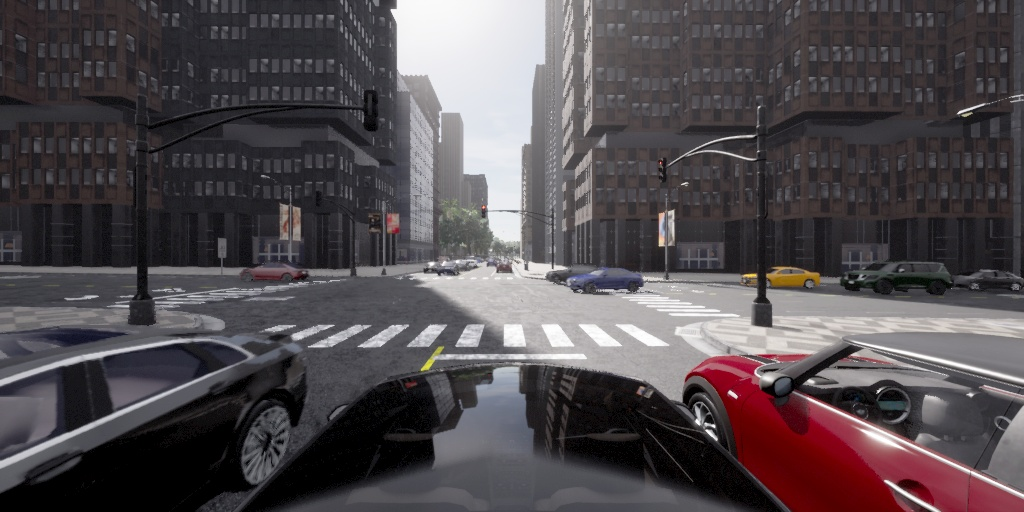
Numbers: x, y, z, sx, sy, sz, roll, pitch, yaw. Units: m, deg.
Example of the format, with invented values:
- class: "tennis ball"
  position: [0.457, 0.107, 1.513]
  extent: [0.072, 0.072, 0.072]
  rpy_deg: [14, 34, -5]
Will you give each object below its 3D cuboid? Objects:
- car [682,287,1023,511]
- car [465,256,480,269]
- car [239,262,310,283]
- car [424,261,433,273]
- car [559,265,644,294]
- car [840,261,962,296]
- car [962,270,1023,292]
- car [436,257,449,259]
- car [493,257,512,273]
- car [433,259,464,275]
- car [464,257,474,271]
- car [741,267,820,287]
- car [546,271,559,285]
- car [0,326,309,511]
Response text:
- class: "car"
  position: [2.761, 1.190, 2.195]
  extent: [1.967, 1.591, 4.097]
  rpy_deg: [0, 0, 0]
- class: "car"
  position: [-6.983, 1.015, 59.250]
  extent: [2.150, 2.045, 5.566]
  rpy_deg: [0, 0, 0]
- class: "car"
  position: [-16.639, 1.101, 25.217]
  extent: [4.181, 1.385, 1.994]
  rpy_deg: [1, 0, -1]
- class: "car"
  position: [-9.445, 1.323, 43.443]
  extent: [1.948, 1.339, 4.313]
  rpy_deg: [0, 0, -1]
- class: "car"
  position: [5.438, 1.381, 20.923]
  extent: [4.674, 1.442, 1.812]
  rpy_deg: [1, 0, -18]
- class: "car"
  position: [24.016, 1.347, 22.510]
  extent: [5.566, 2.045, 2.150]
  rpy_deg: [1, 0, -1]
- class: "car"
  position: [33.718, 1.766, 25.880]
  extent: [4.892, 1.490, 1.837]
  rpy_deg: [1, 0, -1]
- class: "car"
  position: [-9.520, 1.084, 48.868]
  extent: [2.192, 1.841, 5.009]
  rpy_deg: [0, 0, -1]
- class: "car"
  position: [-0.920, 1.197, 43.559]
  extent: [1.967, 1.591, 4.097]
  rpy_deg: [0, 0, -1]
- class: "car"
  position: [-6.698, 1.294, 38.352]
  extent: [2.033, 1.411, 5.357]
  rpy_deg: [0, 0, -1]
- class: "car"
  position: [-6.849, 1.261, 48.618]
  extent: [2.128, 1.511, 4.902]
  rpy_deg: [0, 0, -1]
- class: "car"
  position: [19.141, 1.526, 25.694]
  extent: [5.008, 1.535, 1.882]
  rpy_deg: [0, 0, -1]
- class: "car"
  position: [4.861, 1.366, 26.257]
  extent: [4.674, 1.442, 1.812]
  rpy_deg: [1, 0, 9]
- class: "car"
  position: [-3.046, 1.242, 1.748]
  extent: [2.128, 1.511, 4.902]
  rpy_deg: [0, 0, 0]
